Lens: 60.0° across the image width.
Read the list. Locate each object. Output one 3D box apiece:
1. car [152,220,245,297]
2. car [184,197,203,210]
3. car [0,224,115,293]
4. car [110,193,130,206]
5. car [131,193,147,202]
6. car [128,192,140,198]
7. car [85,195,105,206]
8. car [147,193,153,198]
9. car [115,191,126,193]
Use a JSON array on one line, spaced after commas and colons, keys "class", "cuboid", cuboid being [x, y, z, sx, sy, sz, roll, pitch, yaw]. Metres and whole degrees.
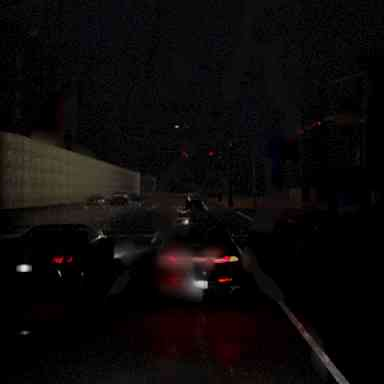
[{"class": "car", "cuboid": [0.103, 1.444, 8.423, 2.128, 1.511, 4.902, 0, 0, -1]}, {"class": "car", "cuboid": [0.183, 1.277, 38.265, 2.128, 1.511, 4.902, 0, 0, 0]}, {"class": "car", "cuboid": [-3.405, 1.514, 8.780, 1.994, 1.385, 4.181, 0, 0, 0]}, {"class": "car", "cuboid": [-10.479, 1.257, 48.015, 1.812, 1.442, 4.674, 0, 0, 0]}, {"class": "car", "cuboid": [-10.389, 1.246, 63.475, 1.895, 1.301, 4.718, 0, 0, 1]}, {"class": "car", "cuboid": [-13.824, 0.710, 79.473, 2.033, 1.411, 5.357, 0, 0, 0]}, {"class": "car", "cuboid": [-13.977, 1.235, 48.133, 1.837, 1.490, 4.892, 0, 0, 0]}, {"class": "car", "cuboid": [-10.326, 0.885, 78.701, 1.882, 1.535, 5.008, 0, 0, 0]}, {"class": "car", "cuboid": [-13.884, 0.863, 64.004, 2.150, 2.045, 5.566, 0, 0, 1]}]
